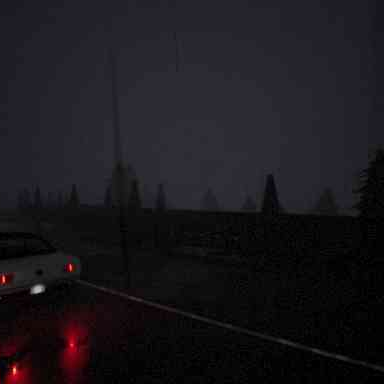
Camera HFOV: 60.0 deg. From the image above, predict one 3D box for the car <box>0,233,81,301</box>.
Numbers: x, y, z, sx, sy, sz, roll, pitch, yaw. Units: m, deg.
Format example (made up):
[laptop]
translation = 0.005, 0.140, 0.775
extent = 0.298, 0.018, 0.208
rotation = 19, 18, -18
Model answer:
[car]
translation = -4.722, 1.654, 8.082
extent = 4.718, 1.301, 1.895
rotation = 0, 0, 42
